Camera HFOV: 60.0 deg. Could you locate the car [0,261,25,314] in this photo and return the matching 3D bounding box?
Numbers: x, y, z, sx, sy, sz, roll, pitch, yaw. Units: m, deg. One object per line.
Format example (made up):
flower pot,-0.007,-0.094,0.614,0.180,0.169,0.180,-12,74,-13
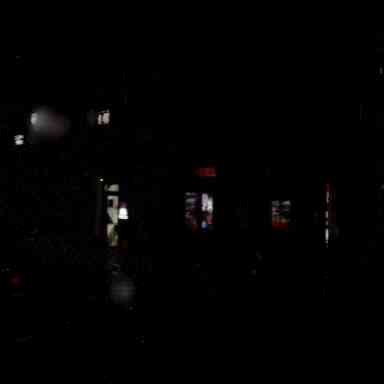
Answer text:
car,-4.788,1.609,6.283,4.206,1.307,1.802,0,1,36
